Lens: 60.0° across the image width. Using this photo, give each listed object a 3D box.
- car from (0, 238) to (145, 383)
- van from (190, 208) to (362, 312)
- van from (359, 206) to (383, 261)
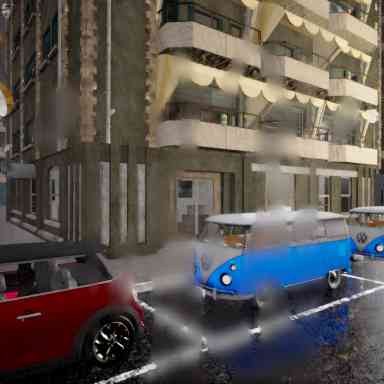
[{"bbox_3d":[-2.755,1.440,4.128,4.097,1.590,1.967,0,0,-36],"label":"car"},{"bbox_3d":[1.870,1.342,7.441,3.998,1.788,1.690,0,0,-36],"label":"van"},{"bbox_3d":[6.496,1.345,10.755,3.998,1.788,1.690,0,0,-36],"label":"van"}]
